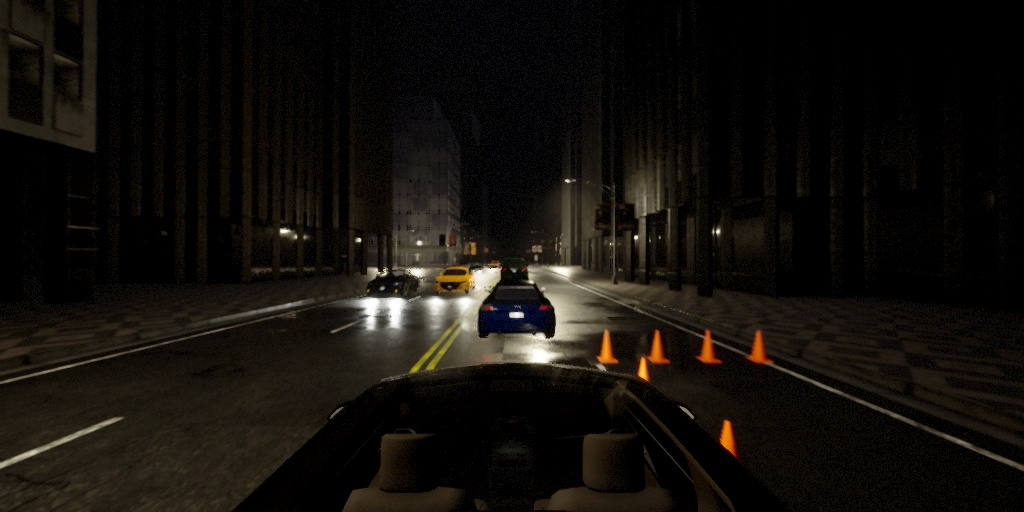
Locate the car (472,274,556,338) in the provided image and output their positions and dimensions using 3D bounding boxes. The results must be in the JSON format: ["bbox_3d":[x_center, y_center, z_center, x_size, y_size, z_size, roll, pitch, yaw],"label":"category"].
[{"bbox_3d":[0.121,1.392,10.510,1.994,1.385,4.181,0,-1,0],"label":"car"}]

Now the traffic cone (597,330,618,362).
[{"bbox_3d":[1.875,1.757,7.092,0.340,0.580,0.340,0,0,0],"label":"traffic cone"}]

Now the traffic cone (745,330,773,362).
[{"bbox_3d":[4.875,1.763,7.082,0.340,0.580,0.340,0,0,0],"label":"traffic cone"}]

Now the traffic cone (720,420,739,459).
[{"bbox_3d":[1.862,1.721,3.092,0.340,0.580,0.340,0,0,0],"label":"traffic cone"}]

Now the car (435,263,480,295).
[{"bbox_3d":[-3.294,1.395,21.497,1.882,1.535,5.008,0,-1,0],"label":"car"}]

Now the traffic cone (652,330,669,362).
[{"bbox_3d":[2.875,1.759,7.089,0.340,0.580,0.340,0,0,0],"label":"traffic cone"}]

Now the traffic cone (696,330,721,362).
[{"bbox_3d":[3.875,1.761,7.085,0.340,0.580,0.340,0,0,0],"label":"traffic cone"}]

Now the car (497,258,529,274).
[{"bbox_3d":[0.185,1.212,28.964,2.150,2.045,5.566,0,-1,0],"label":"car"}]

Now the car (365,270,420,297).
[{"bbox_3d":[-6.549,1.463,20.087,1.994,1.385,4.181,0,-1,0],"label":"car"}]

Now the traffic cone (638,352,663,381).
[{"bbox_3d":[1.869,1.739,5.092,0.340,0.580,0.340,0,0,0],"label":"traffic cone"}]

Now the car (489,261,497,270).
[{"bbox_3d":[-3.045,1.676,64.671,1.882,1.535,5.008,0,0,0],"label":"car"}]

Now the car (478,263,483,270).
[{"bbox_3d":[-6.296,1.926,64.649,1.895,1.301,4.718,0,0,0],"label":"car"}]
